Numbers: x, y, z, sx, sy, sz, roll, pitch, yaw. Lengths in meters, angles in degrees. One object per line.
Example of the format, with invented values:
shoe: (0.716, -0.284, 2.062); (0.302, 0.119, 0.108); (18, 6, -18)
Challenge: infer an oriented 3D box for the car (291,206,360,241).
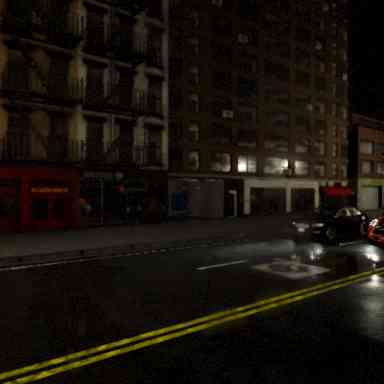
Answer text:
car: (6.996, 1.466, 16.675); (4.902, 1.511, 2.128); (0, 0, -36)

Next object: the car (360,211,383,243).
car: (9.728, 1.322, 14.631); (4.553, 1.767, 2.097); (0, 0, -36)
